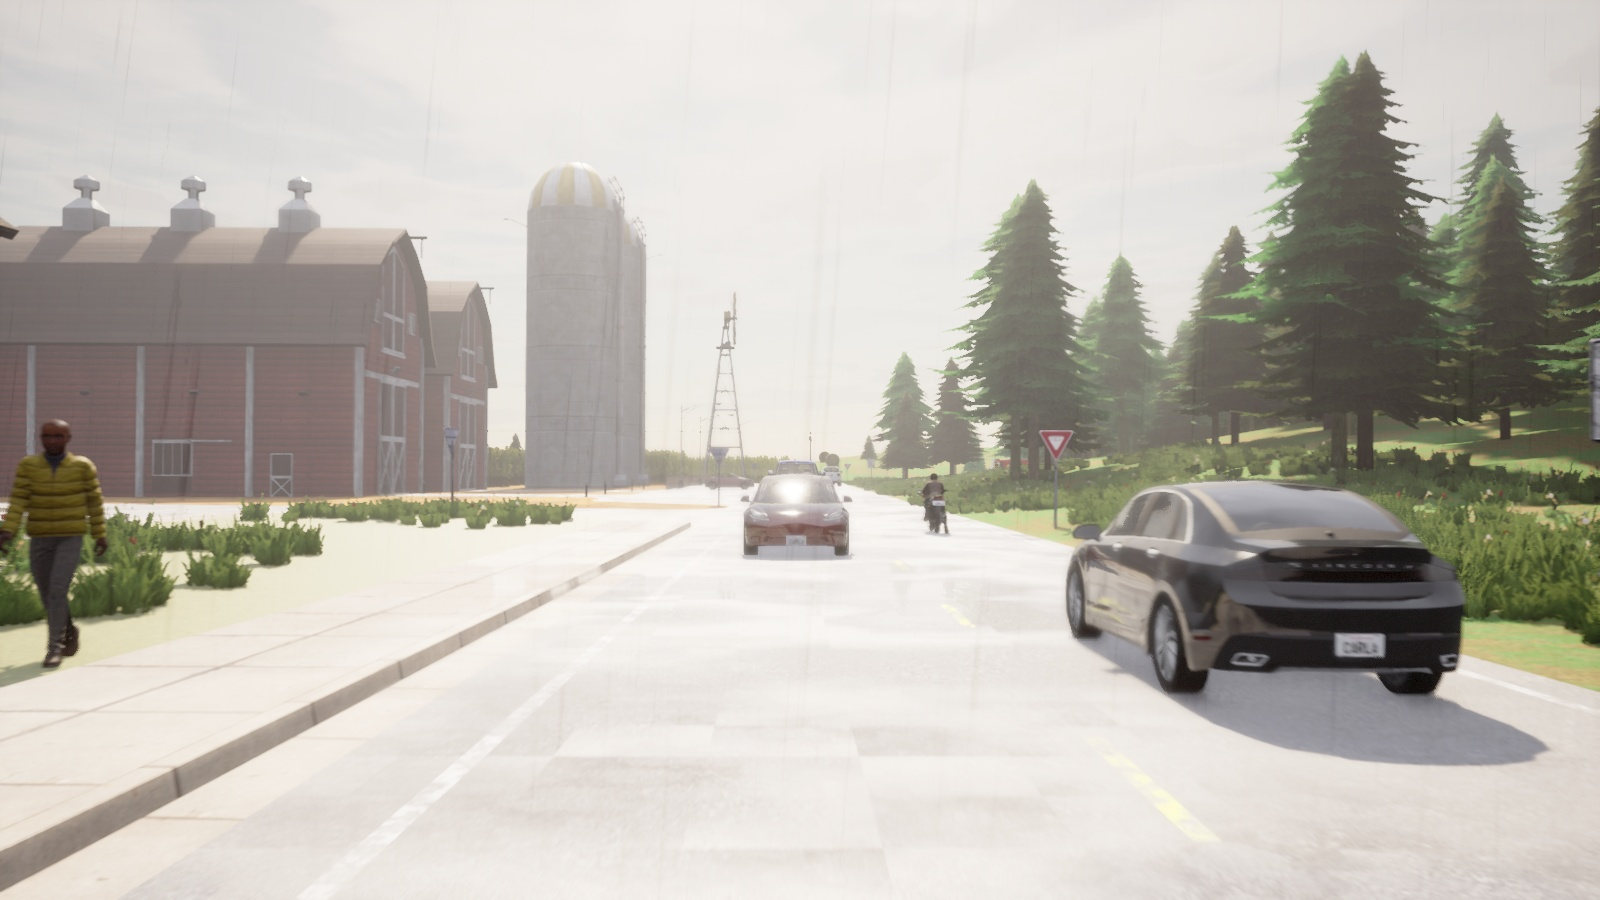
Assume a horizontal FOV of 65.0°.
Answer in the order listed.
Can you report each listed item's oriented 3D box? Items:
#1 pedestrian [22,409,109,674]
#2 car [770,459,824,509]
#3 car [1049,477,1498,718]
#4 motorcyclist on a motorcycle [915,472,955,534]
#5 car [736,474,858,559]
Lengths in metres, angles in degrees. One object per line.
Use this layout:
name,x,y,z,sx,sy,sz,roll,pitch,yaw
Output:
pedestrian,-5.323,0.641,9.124,0.370,1.835,0.726,0,-1,-16
car,-0.131,1.436,53.876,2.150,2.045,5.566,0,-1,0
car,3.475,0.979,10.370,1.837,1.490,4.892,0,-1,0
motorcyclist on a motorcycle,3.423,1.319,31.990,0.797,1.523,2.044,0,-1,0
car,-0.060,1.227,24.647,2.163,1.488,4.792,0,-1,0
